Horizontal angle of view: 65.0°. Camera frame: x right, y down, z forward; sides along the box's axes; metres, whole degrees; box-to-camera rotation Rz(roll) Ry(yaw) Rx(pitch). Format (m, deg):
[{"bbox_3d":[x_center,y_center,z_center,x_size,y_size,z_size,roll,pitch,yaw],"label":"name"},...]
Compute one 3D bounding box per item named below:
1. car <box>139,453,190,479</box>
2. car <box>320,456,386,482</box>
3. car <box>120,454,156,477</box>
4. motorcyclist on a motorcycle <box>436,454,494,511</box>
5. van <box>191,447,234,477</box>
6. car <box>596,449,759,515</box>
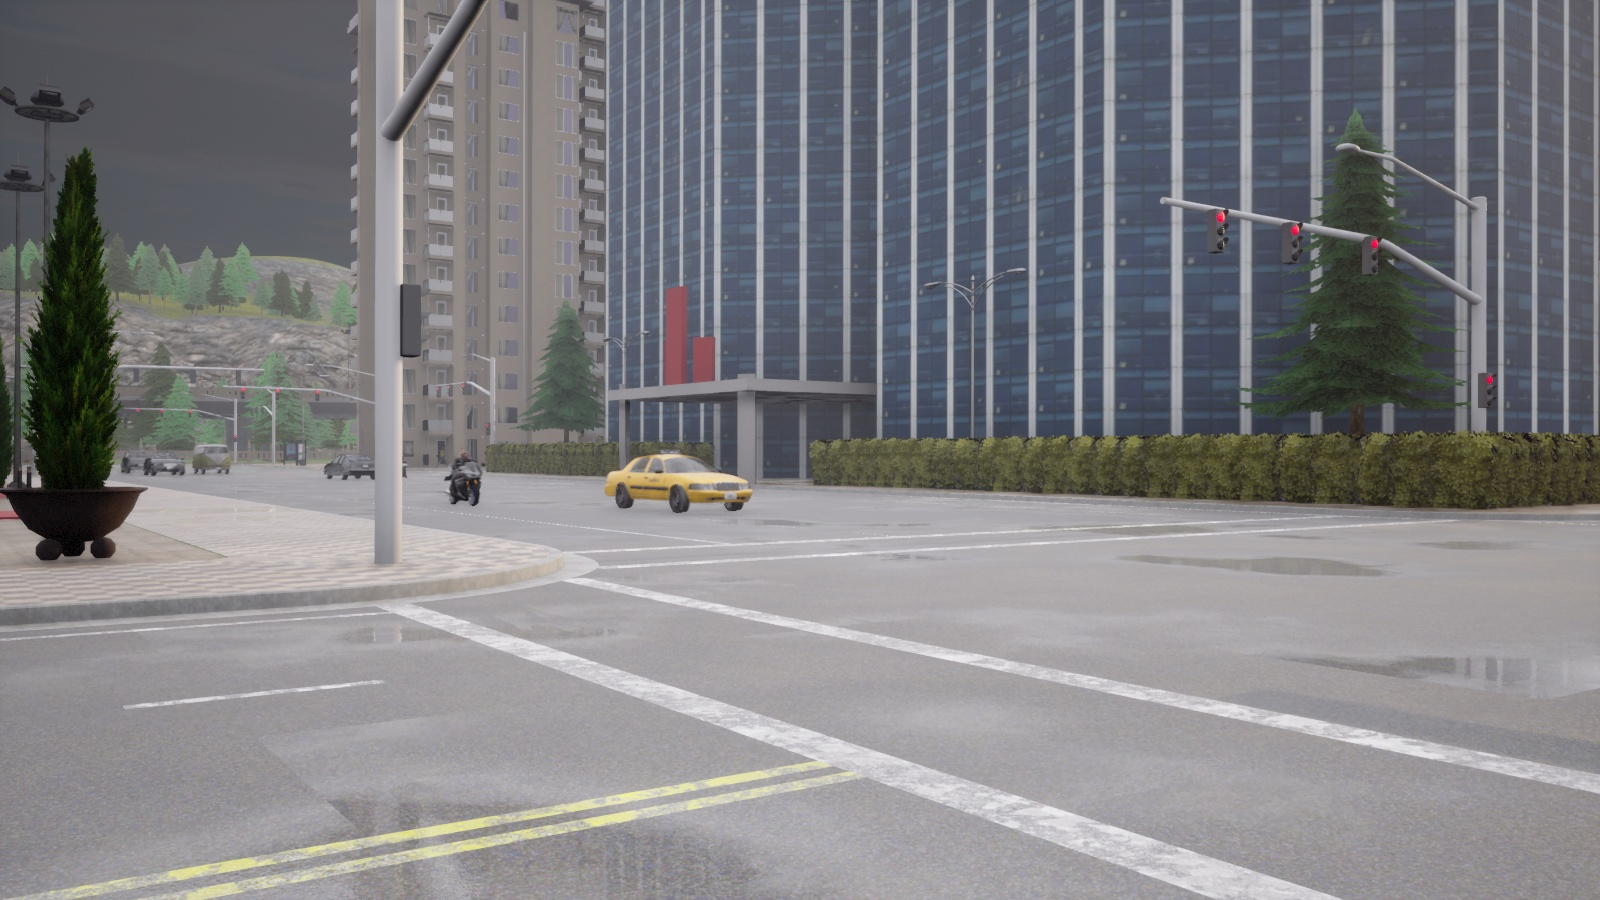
[{"bbox_3d":[-39.326,0.974,77.685,2.128,1.511,4.902,0,0,-35],"label":"car"},{"bbox_3d":[-24.587,1.013,68.936,2.033,1.411,5.357,0,0,-35],"label":"car"},{"bbox_3d":[-45.802,1.033,86.863,1.789,1.549,3.705,0,0,-35],"label":"car"},{"bbox_3d":[-9.440,0.886,35.327,0.866,1.530,2.191,0,0,-35],"label":"motorcyclist on a motorcycle"},{"bbox_3d":[-38.965,0.784,83.243,1.775,1.987,4.442,0,0,-35],"label":"van"},{"bbox_3d":[-3.304,0.771,32.700,1.801,1.575,5.366,0,0,-35],"label":"car"}]
